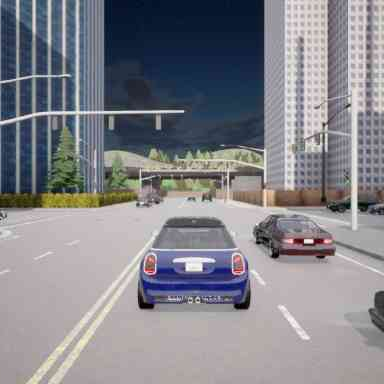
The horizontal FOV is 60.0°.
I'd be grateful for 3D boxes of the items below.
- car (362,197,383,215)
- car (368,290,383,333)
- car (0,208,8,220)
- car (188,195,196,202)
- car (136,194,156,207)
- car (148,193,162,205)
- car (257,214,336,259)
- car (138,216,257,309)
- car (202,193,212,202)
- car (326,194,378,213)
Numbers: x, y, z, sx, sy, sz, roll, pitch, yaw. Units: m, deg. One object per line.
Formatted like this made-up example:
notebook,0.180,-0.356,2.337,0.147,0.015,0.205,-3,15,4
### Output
car,19.992,1.526,33.099,4.674,1.442,1.812,0,0,0
car,3.599,1.547,2.580,2.033,1.411,5.357,0,0,0
car,-16.804,1.493,25.530,4.902,1.511,2.128,0,0,-1
car,-0.065,1.501,77.708,1.812,1.442,4.674,0,0,0
car,-7.137,1.491,49.786,2.128,1.511,4.902,0,0,0
car,-7.122,1.217,59.652,2.150,2.045,5.566,0,1,0
car,3.599,1.547,12.648,2.033,1.411,5.357,0,0,1
car,0.053,1.352,8.018,2.097,1.767,4.553,0,0,0
car,3.435,1.202,77.740,2.150,2.045,5.566,0,0,0
car,17.813,1.221,36.631,5.566,2.045,2.150,0,0,0
